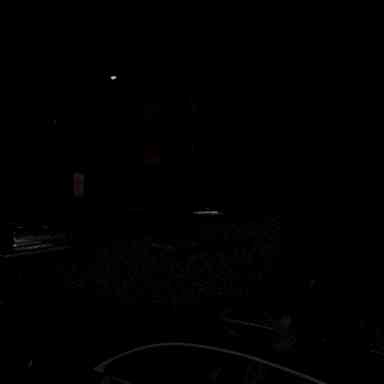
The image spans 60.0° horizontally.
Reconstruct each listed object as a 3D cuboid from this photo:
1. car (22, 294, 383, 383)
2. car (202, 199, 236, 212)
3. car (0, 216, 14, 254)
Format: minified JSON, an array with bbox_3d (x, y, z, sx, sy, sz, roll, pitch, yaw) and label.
[{"bbox_3d":[0.410,1.546,2.554,4.403,1.369,2.008,0,0,35],"label":"car"},{"bbox_3d":[3.309,1.508,39.059,2.033,1.411,5.357,0,0,35],"label":"car"},{"bbox_3d":[-7.684,1.174,10.029,2.150,2.045,5.566,-1,0,-2],"label":"car"}]
